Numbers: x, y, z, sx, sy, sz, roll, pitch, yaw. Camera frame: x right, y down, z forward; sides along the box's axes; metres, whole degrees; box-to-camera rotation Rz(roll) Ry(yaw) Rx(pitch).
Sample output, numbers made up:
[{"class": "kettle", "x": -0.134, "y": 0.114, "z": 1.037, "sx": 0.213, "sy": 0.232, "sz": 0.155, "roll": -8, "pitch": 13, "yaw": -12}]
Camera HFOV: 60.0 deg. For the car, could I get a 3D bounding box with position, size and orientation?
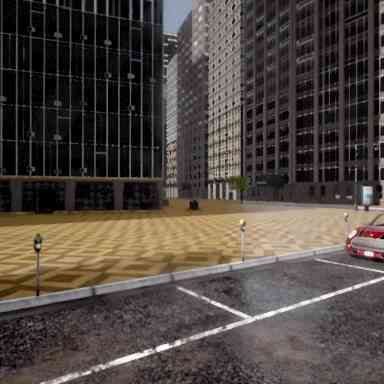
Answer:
[{"class": "car", "x": 7.237, "y": 1.435, "z": 11.716, "sx": 4.097, "sy": 1.590, "sz": 1.967, "roll": 0, "pitch": 0, "yaw": -35}]
